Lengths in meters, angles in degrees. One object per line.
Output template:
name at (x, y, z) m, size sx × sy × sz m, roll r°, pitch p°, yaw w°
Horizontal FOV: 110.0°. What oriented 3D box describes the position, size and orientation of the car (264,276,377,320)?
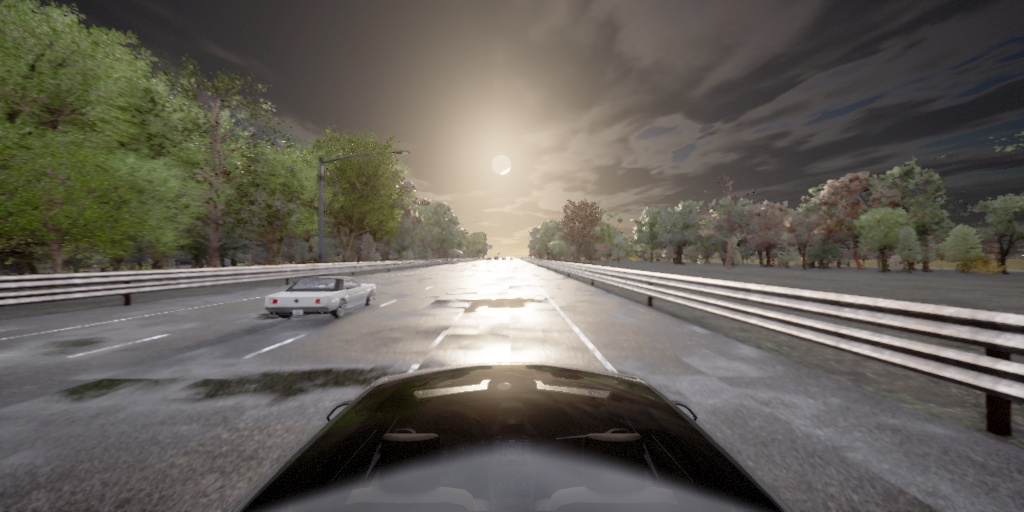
car at (-6.385, 1.359, 12.706) m, size 1.895 × 1.301 × 4.718 m, roll 0°, pitch 0°, yaw -3°
